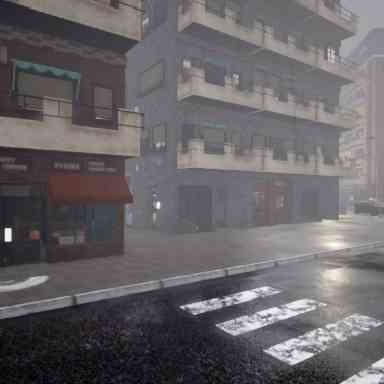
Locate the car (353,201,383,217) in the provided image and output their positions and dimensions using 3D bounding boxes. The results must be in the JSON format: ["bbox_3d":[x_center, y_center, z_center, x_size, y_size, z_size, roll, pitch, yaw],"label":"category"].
[{"bbox_3d":[18.242,1.648,33.525,2.128,1.511,4.902,0,0,-4],"label":"car"}]
